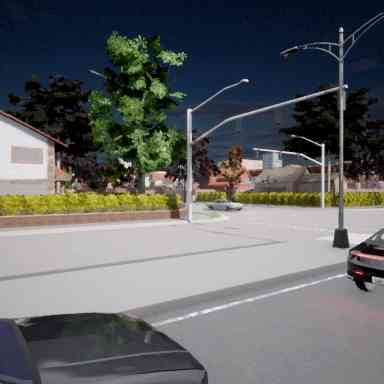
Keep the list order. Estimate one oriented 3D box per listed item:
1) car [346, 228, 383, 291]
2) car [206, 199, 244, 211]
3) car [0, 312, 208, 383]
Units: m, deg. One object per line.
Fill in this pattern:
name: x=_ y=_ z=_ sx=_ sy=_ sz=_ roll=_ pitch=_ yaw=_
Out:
car: x=5.549 y=1.474 z=7.694 sx=4.902 sy=1.511 sz=2.128 roll=0 pitch=0 yaw=-35
car: x=3.790 y=1.505 z=38.464 sx=1.895 sy=1.301 sz=4.718 roll=0 pitch=0 yaw=-36
car: x=-2.390 y=1.543 z=2.040 sx=5.357 sy=1.411 sz=2.033 roll=0 pitch=0 yaw=-36
